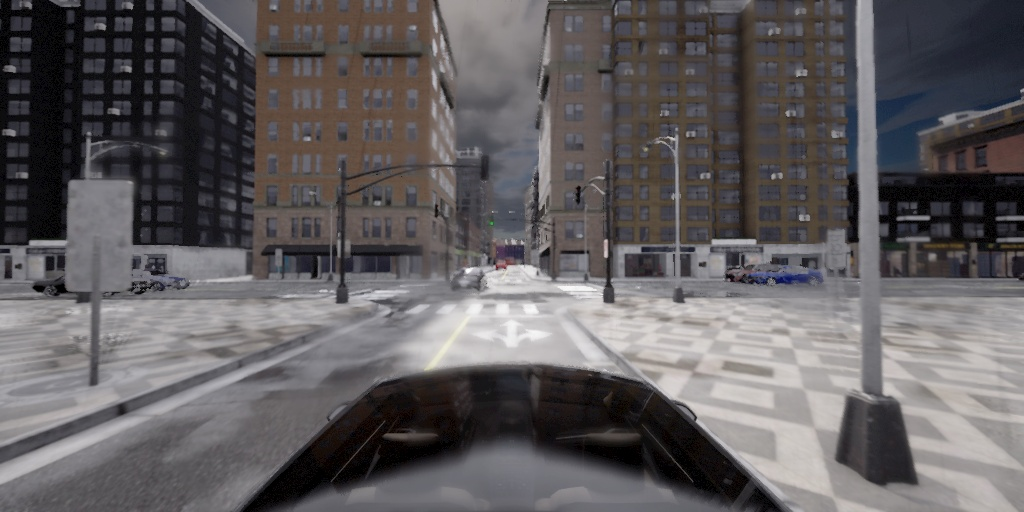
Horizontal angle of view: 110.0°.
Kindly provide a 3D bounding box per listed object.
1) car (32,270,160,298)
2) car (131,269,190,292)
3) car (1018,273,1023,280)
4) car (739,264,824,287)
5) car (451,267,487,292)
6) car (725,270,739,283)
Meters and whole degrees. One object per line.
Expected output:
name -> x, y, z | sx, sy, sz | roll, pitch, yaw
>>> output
car -> -22.660, 1.559, 19.552 | 4.718, 1.301, 1.895 | 0, -1, 0
car -> -23.282, 1.552, 22.801 | 4.674, 1.442, 1.812 | 0, -1, 0
car -> 45.819, 1.579, 29.787 | 5.357, 1.411, 2.033 | 0, -1, 0
car -> 20.079, 1.488, 26.478 | 5.008, 1.535, 1.882 | 0, -1, 0
car -> -2.719, 1.512, 23.516 | 2.128, 1.511, 4.902 | 0, -1, 2
car -> 20.239, 1.428, 29.729 | 4.553, 1.767, 2.097 | 0, -1, 0
